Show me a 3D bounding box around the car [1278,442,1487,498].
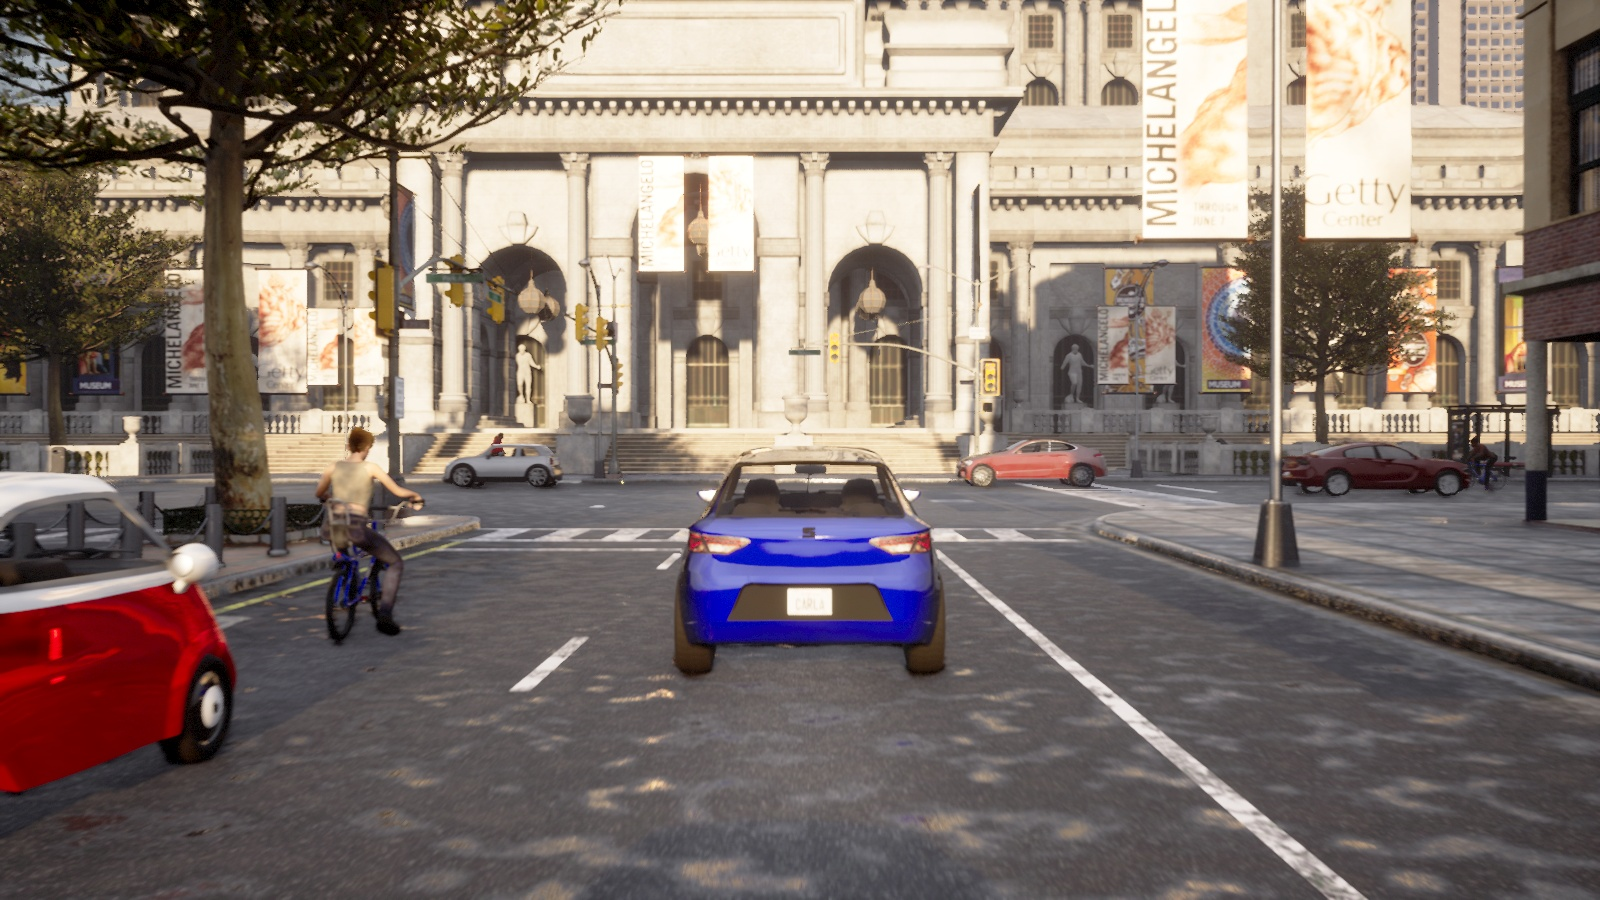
[{"bbox_3d":[16.345,0.538,35.426,5.008,1.535,1.882,0,0,1],"label":"car"}]

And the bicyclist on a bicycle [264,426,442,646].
[{"bbox_3d":[-3.479,0.624,9.929,0.866,1.612,1.509,0,0,0],"label":"bicyclist on a bicycle"}]

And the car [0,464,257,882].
[{"bbox_3d":[-3.455,0.769,5.161,1.481,1.376,2.207,0,1,0],"label":"car"}]

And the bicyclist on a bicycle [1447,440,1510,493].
[{"bbox_3d":[21.000,0.497,38.880,1.656,1.620,0.582,0,0,1],"label":"bicyclist on a bicycle"}]

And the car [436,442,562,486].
[{"bbox_3d":[-10.169,0.463,42.682,3.806,1.475,1.970,0,0,1],"label":"car"}]

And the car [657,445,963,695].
[{"bbox_3d":[0.070,0.706,9.559,1.816,1.474,4.193,0,0,0],"label":"car"}]

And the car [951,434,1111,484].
[{"bbox_3d":[7.754,0.292,42.508,5.027,1.651,2.152,0,0,1],"label":"car"}]
